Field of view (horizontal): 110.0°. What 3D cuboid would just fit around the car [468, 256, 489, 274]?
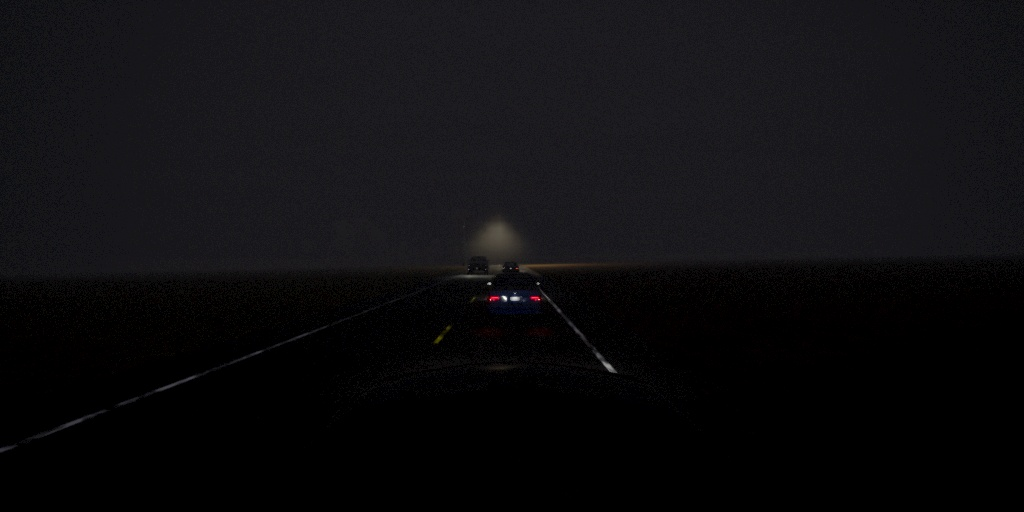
[{"bbox_3d":[-3.797,1.010,41.384,2.150,2.045,5.566,0,0,0],"label":"car"}]

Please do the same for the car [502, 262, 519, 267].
[{"bbox_3d":[-0.156,1.328,39.137,2.033,1.411,5.357,0,0,-1],"label":"car"}]

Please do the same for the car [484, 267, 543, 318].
[{"bbox_3d":[0.074,1.302,13.018,2.033,1.411,5.357,0,0,0],"label":"car"}]
